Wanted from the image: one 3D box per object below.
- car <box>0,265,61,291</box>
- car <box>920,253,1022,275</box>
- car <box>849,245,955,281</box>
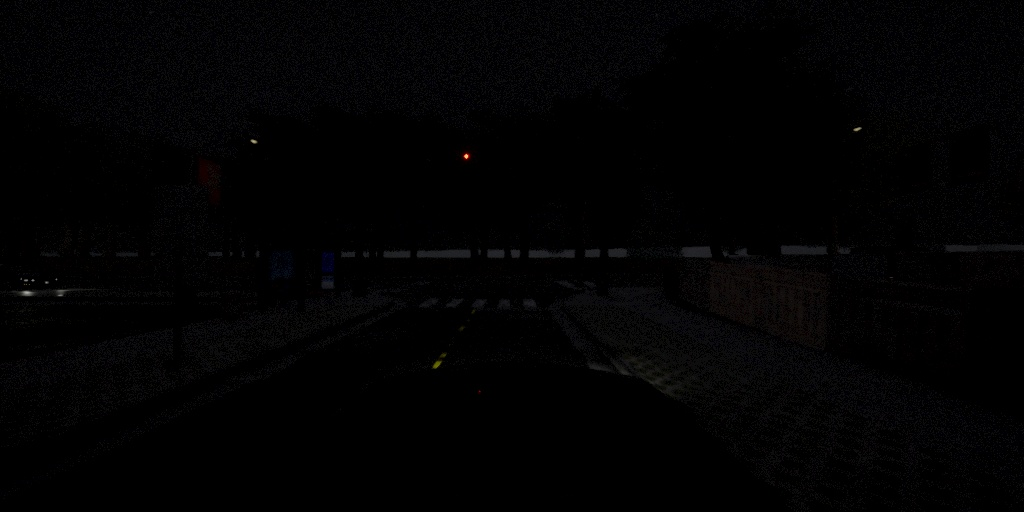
[{"bbox_3d":[-29.087,1.249,20.560,4.892,1.490,1.837,1,-1,0],"label":"car"},{"bbox_3d":[34.408,0.606,27.013,4.902,1.511,2.128,-1,-1,0],"label":"car"},{"bbox_3d":[22.292,0.425,20.458,5.566,2.045,2.150,-1,-1,0],"label":"car"}]
